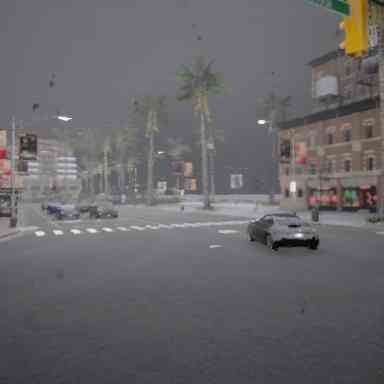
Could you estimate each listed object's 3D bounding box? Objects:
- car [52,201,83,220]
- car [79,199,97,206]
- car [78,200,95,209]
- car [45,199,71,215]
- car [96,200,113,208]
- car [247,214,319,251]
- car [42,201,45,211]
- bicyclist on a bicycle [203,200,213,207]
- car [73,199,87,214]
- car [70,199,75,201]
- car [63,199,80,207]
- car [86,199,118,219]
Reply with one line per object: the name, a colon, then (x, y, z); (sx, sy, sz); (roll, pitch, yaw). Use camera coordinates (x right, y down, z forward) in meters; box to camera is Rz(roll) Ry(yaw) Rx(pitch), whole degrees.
car: (-12.257, 1.912, 32.665); (1.812, 1.442, 4.674); (0, -1, -28)
car: (-22.396, 2.236, 71.600); (2.128, 1.511, 4.902); (0, -1, -40)
car: (-19.421, 2.254, 61.266); (1.994, 1.385, 4.181); (0, -1, -32)
car: (-16.583, 1.970, 40.906); (1.882, 1.535, 5.008); (0, -1, -28)
car: (-16.711, 2.251, 63.547); (1.994, 1.385, 4.181); (0, -1, -32)
car: (3.869, 1.662, 14.780); (1.994, 1.385, 4.181); (0, -1, -7)
car: (-21.827, 2.109, 50.848); (2.128, 1.511, 4.902); (0, 0, -28)
bicyclist on a bicycle: (2.136, 1.662, 43.929); (1.656, 1.620, 0.582); (-1, 0, -28)
car: (-13.474, 2.028, 42.524); (2.033, 1.411, 5.357); (0, -1, -28)
car: (-18.415, 2.149, 51.970); (2.033, 1.411, 5.357); (0, 0, -28)
car: (-25.141, 2.244, 69.428); (1.812, 1.442, 4.674); (0, -1, -40)
car: (-9.075, 1.724, 34.139); (2.097, 1.767, 4.553); (0, -1, -28)
